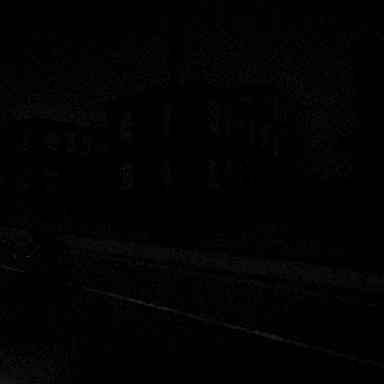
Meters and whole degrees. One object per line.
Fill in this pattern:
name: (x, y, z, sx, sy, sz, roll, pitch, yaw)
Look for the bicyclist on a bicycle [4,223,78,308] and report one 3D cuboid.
bicyclist on a bicycle: (-3.075, 1.453, 6.900, 0.582, 1.620, 1.656, 0, 2, 35)
